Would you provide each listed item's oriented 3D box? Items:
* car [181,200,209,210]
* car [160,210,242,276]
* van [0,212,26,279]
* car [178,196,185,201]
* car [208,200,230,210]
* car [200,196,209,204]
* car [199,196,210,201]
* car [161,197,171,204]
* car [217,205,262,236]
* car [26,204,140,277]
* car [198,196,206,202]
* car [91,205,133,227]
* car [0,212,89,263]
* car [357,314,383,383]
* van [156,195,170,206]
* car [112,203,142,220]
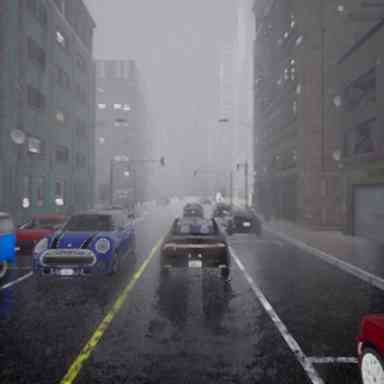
[{"bbox_3d":[0.110,1.663,29.312,2.033,1.411,5.357,0,0,0],"label":"car"},{"bbox_3d":[0.088,1.534,10.492,2.128,1.511,4.902,0,0,0],"label":"car"},{"bbox_3d":[-5.678,1.371,7.514,1.690,1.788,3.998,0,0,0],"label":"van"},{"bbox_3d":[-2.948,1.934,95.101,1.812,1.442,4.674,0,0,0],"label":"car"},{"bbox_3d":[2.713,1.683,29.590,1.947,1.339,4.313,0,0,0],"label":"car"},{"bbox_3d":[2.737,1.749,73.051,1.967,1.590,4.097,0,0,0],"label":"car"},{"bbox_3d":[2.730,1.840,61.995,1.802,1.307,4.206,0,0,0],"label":"car"},{"bbox_3d":[-5.645,1.854,73.056,1.887,1.381,4.507,0,0,0],"label":"car"},{"bbox_3d":[2.707,1.638,18.543,1.947,1.339,4.313,0,0,0],"label":"car"},{"bbox_3d":[-3.095,1.393,10.470,2.097,1.767,4.553,0,0,0],"label":"car"},{"bbox_3d":[2.746,1.828,89.633,1.967,1.590,4.097,0,0,0],"label":"car"},{"bbox_3d":[-5.671,1.660,24.083,1.947,1.339,4.313,0,0,0],"label":"car"},{"bbox_3d":[-5.677,1.596,13.036,1.887,1.381,4.507,0,0,0],"label":"car"},{"bbox_3d":[2.698,1.553,1.972,1.887,1.381,4.507,0,0,0],"label":"car"},{"bbox_3d":[-5.649,1.599,62.001,1.690,1.788,3.998,0,0,0],"label":"van"},{"bbox_3d":[-5.668,1.699,29.606,1.802,1.307,4.206,0,0,0],"label":"car"}]
